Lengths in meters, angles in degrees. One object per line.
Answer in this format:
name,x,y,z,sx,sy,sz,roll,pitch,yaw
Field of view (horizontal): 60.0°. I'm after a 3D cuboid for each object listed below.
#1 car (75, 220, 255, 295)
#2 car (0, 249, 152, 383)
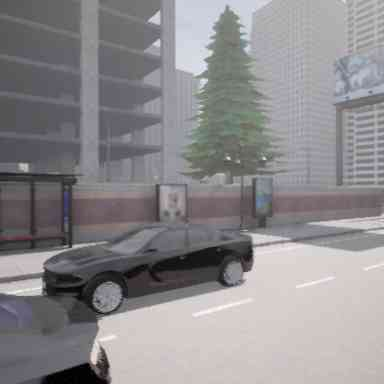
car,-0.750,1.466,7.713,5.008,1.535,1.882,0,0,-35
car,-2.927,1.496,1.888,4.902,1.511,2.128,0,0,-35
